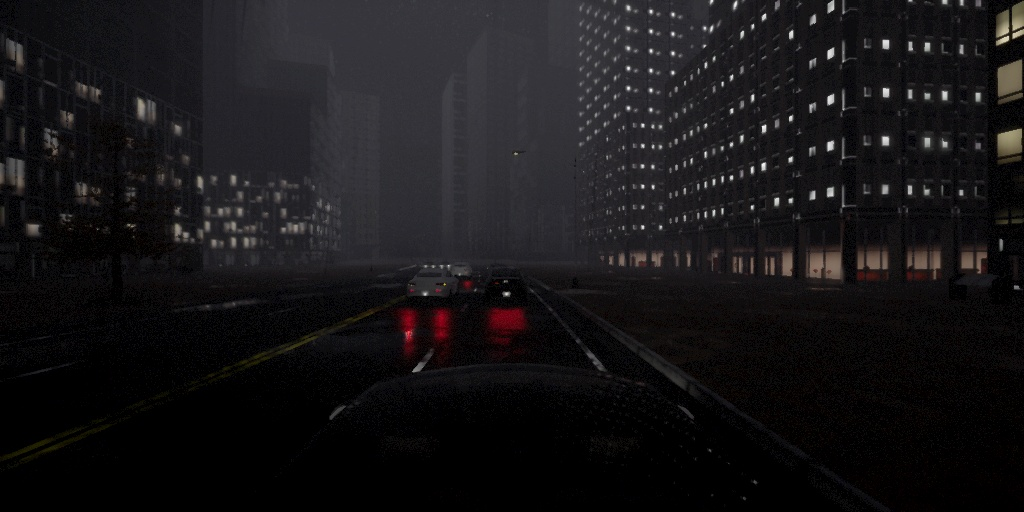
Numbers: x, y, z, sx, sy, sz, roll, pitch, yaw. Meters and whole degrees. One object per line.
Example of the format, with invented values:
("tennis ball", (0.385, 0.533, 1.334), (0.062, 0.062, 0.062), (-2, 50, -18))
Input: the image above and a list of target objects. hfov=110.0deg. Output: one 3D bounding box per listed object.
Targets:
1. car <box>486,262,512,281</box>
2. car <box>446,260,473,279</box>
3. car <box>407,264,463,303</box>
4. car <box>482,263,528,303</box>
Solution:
("car", (-1.239, 1.303, 31.917), (2.033, 1.411, 5.357), (0, 0, -5))
("car", (-4.478, 1.274, 31.653), (1.812, 1.442, 4.674), (0, 0, -5))
("car", (-3.558, 1.280, 16.615), (1.812, 1.442, 4.674), (0, 0, -2))
("car", (-0.310, 1.263, 16.748), (1.837, 1.490, 4.892), (0, 0, -2))
